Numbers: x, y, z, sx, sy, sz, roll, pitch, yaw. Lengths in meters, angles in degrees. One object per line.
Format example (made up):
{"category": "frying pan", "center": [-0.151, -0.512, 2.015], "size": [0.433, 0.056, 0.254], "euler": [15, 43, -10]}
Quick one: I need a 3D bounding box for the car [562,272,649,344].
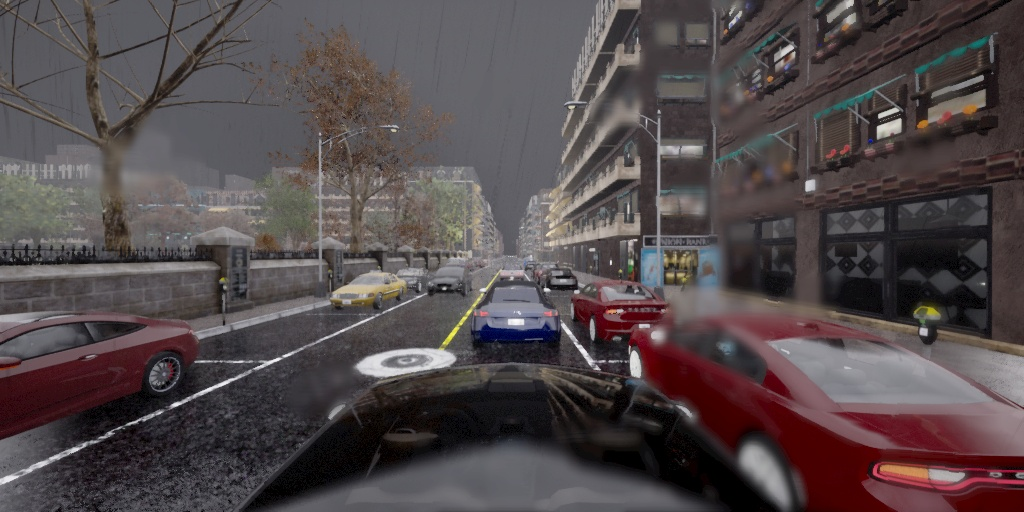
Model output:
{"category": "car", "center": [2.674, 1.295, 9.469], "size": [1.888, 1.381, 4.507], "euler": [0, 0, 0]}

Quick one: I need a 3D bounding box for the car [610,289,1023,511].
{"category": "car", "center": [2.686, 1.295, 3.934], "size": [1.888, 1.381, 4.507], "euler": [0, 0, 0]}

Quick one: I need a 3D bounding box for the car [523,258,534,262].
{"category": "car", "center": [2.583, 1.324, 48.214], "size": [1.948, 1.339, 4.313], "euler": [0, 0, 0]}

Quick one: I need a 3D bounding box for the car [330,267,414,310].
{"category": "car", "center": [-5.719, 1.275, 14.814], "size": [1.751, 1.417, 4.829], "euler": [0, 0, 0]}

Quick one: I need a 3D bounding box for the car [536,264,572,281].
{"category": "car", "center": [2.648, 1.317, 20.539], "size": [1.948, 1.339, 4.313], "euler": [0, 0, 0]}

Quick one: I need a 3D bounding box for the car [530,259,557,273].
{"category": "car", "center": [2.635, 1.192, 26.074], "size": [1.967, 1.591, 4.097], "euler": [0, 0, 0]}

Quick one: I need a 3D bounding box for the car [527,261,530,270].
{"category": "car", "center": [2.622, 1.319, 31.609], "size": [1.948, 1.339, 4.313], "euler": [0, 0, 0]}

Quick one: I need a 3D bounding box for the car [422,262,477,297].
{"category": "car", "center": [-3.139, 1.256, 19.023], "size": [1.837, 1.490, 4.892], "euler": [0, 0, 0]}

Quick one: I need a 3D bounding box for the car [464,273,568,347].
{"category": "car", "center": [0.082, 1.314, 9.307], "size": [1.994, 1.385, 4.181], "euler": [0, 0, 0]}

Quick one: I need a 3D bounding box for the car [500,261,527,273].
{"category": "car", "center": [0.034, 1.354, 29.341], "size": [1.895, 1.301, 4.718], "euler": [0, 0, 1]}

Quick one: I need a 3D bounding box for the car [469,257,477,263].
{"category": "car", "center": [-5.785, 1.071, 42.659], "size": [2.192, 1.841, 5.009], "euler": [0, 0, 0]}

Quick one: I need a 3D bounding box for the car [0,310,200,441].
{"category": "car", "center": [-5.694, 1.332, 3.914], "size": [1.802, 1.307, 4.207], "euler": [0, 0, 0]}

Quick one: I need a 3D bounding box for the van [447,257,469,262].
{"category": "van", "center": [-5.772, 1.096, 37.123], "size": [1.690, 1.789, 3.998], "euler": [0, 0, 0]}

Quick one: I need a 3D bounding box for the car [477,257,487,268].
{"category": "car", "center": [-5.823, 1.077, 59.265], "size": [2.192, 1.841, 5.009], "euler": [0, 0, 0]}

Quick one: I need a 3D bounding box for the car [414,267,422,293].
{"category": "car", "center": [-5.733, 1.301, 20.519], "size": [2.007, 1.370, 4.403], "euler": [0, 0, 0]}

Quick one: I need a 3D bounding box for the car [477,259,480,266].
{"category": "car", "center": [-5.797, 1.309, 48.194], "size": [2.007, 1.370, 4.403], "euler": [0, 0, 0]}
